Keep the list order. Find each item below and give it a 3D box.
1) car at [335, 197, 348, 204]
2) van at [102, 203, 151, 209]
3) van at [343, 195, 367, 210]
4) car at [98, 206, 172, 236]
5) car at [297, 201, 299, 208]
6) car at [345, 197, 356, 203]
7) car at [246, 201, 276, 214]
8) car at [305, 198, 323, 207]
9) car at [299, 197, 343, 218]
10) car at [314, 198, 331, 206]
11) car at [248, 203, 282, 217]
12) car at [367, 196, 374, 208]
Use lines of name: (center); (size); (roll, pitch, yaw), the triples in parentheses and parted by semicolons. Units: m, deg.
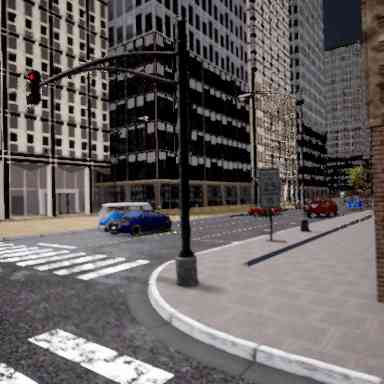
car: (34.420, 1.976, 76.479); (2.008, 1.369, 4.403); (-2, -1, 36)
van: (-4.414, 1.623, 22.360); (1.690, 1.788, 3.998); (-2, -1, 36)
van: (21.808, 1.440, 44.541); (1.690, 1.788, 3.998); (-2, -1, 36)
car: (-3.104, 1.766, 19.725); (1.994, 1.385, 4.181); (-2, -1, 36)
car: (17.138, 1.580, 47.787); (1.895, 1.301, 4.718); (-2, -1, 36)
car: (40.892, 2.035, 85.499); (1.802, 1.307, 4.206); (-2, -1, 36)
car: (8.434, 1.849, 40.260); (1.752, 1.417, 4.829); (-2, -1, 36)
car: (21.377, 1.897, 58.301); (1.752, 1.417, 4.829); (-2, -1, 36)
car: (12.100, 1.380, 31.010); (2.192, 1.841, 5.009); (-2, -1, 36)
car: (24.713, 1.936, 62.949); (2.008, 1.369, 4.403); (-2, -1, 36)
car: (7.635, 1.838, 34.689); (1.895, 1.301, 4.718); (-2, -1, 36)
car: (25.048, 1.662, 49.046); (2.008, 1.369, 4.403); (-2, -1, 36)
